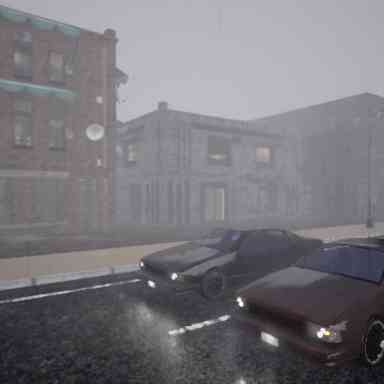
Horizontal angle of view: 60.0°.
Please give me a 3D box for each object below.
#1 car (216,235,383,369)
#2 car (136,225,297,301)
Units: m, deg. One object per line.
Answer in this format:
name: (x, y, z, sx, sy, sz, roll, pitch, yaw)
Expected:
car: (3.196, 1.583, 5.965, 5.357, 1.411, 2.033, 0, 0, -36)
car: (1.310, 1.582, 8.611, 5.357, 1.411, 2.033, 0, 0, -36)
